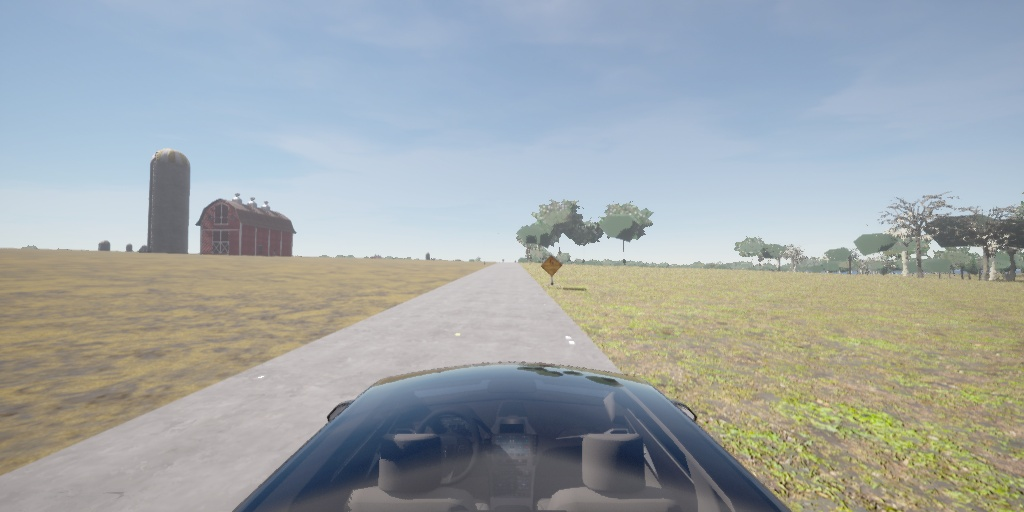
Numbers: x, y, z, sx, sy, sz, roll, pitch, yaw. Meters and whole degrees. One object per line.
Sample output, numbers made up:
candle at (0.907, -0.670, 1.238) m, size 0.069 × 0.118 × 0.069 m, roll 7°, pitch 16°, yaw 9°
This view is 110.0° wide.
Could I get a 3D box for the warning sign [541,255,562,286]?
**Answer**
warning sign at (2.450, 0.873, 21.823) m, size 1.300 × 1.860 × 1.060 m, roll 0°, pitch 0°, yaw 0°
